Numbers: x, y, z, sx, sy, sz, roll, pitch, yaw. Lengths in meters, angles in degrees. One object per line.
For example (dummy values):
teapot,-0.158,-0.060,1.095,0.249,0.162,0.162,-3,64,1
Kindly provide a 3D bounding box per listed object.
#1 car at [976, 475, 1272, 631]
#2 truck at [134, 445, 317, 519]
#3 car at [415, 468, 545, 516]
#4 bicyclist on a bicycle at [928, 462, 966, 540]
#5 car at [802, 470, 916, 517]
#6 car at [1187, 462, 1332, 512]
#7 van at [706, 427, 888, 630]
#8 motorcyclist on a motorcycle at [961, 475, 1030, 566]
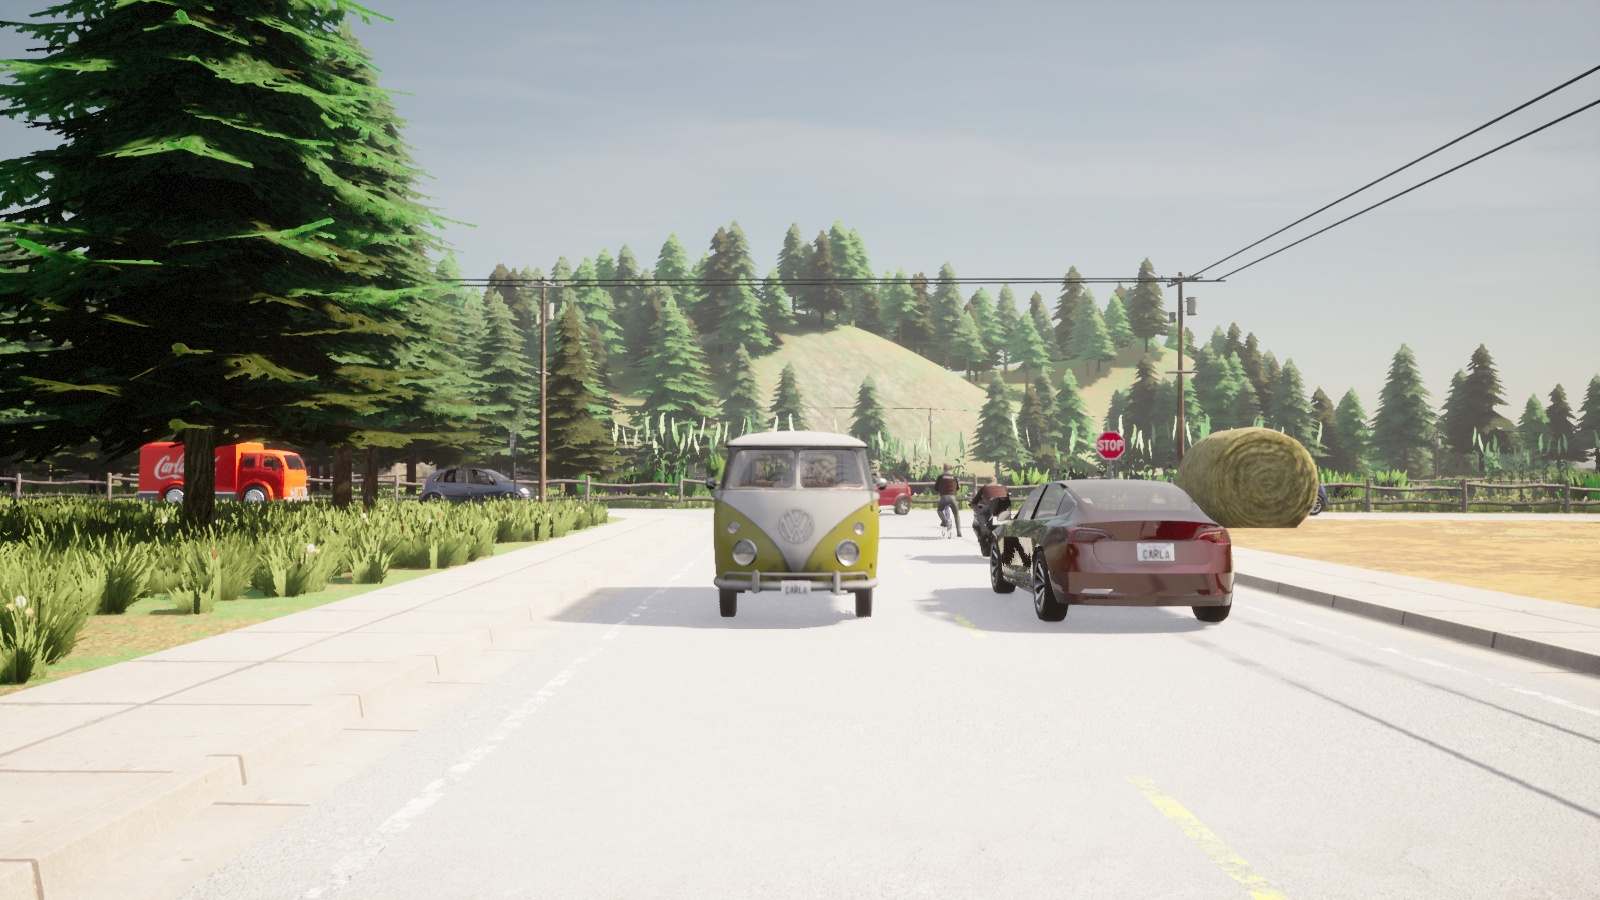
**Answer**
car,3.466,1.044,14.535,2.163,1.488,4.792,0,-1,0
truck,-20.062,1.112,44.039,5.204,2.467,2.627,0,-1,2
car,-11.075,1.453,43.640,3.988,1.617,1.851,0,-1,3
bicyclist on a bicycle,3.430,1.163,29.355,0.659,1.776,1.843,0,-1,0
car,2.069,1.494,43.506,3.705,1.549,1.789,0,-2,-40
car,16.717,1.340,45.861,4.553,1.767,2.097,0,-1,3
van,-0.035,0.812,14.581,1.775,1.987,4.442,0,-1,0
motorcyclist on a motorcycle,3.447,1.210,22.362,0.866,1.530,2.191,0,-1,0
